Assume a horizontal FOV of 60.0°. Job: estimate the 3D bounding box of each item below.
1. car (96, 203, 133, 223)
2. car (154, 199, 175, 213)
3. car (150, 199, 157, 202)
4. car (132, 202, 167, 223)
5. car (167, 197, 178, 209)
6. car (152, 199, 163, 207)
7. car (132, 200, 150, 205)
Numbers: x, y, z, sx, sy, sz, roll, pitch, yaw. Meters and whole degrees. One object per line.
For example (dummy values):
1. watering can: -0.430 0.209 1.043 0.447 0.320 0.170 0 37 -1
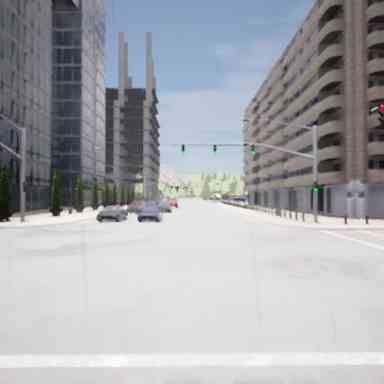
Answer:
1. car: -7.083 1.934 29.967 2.033 1.411 5.357 0 -1 0
2. car: -3.723 2.103 44.965 1.812 1.442 4.674 0 -1 0
3. car: -7.167 2.305 58.986 2.033 1.411 5.357 0 -1 0
4. car: -3.683 1.934 30.017 2.033 1.411 5.357 0 -1 0
5. car: -3.713 2.016 62.043 2.150 2.045 5.566 0 -1 0
6. car: -7.198 2.217 69.658 1.837 1.490 4.892 0 -1 0
7. car: -7.221 1.921 44.328 2.097 1.767 4.553 0 -1 0
